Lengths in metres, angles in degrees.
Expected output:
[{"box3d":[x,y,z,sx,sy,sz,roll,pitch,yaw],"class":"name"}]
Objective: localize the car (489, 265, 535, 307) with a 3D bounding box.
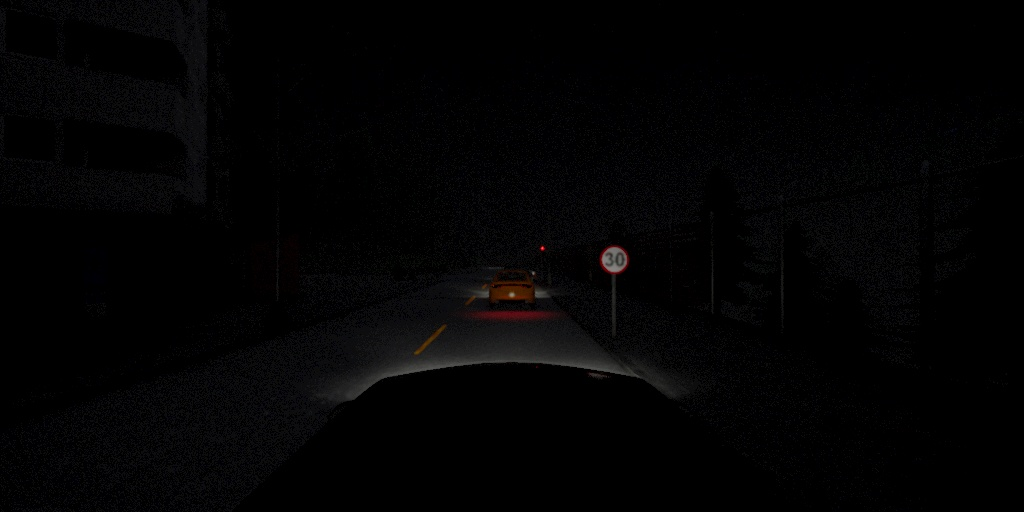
[{"box3d":[0.012,1.363,16.332,1.882,1.535,5.008,0,0,0],"class":"car"}]
